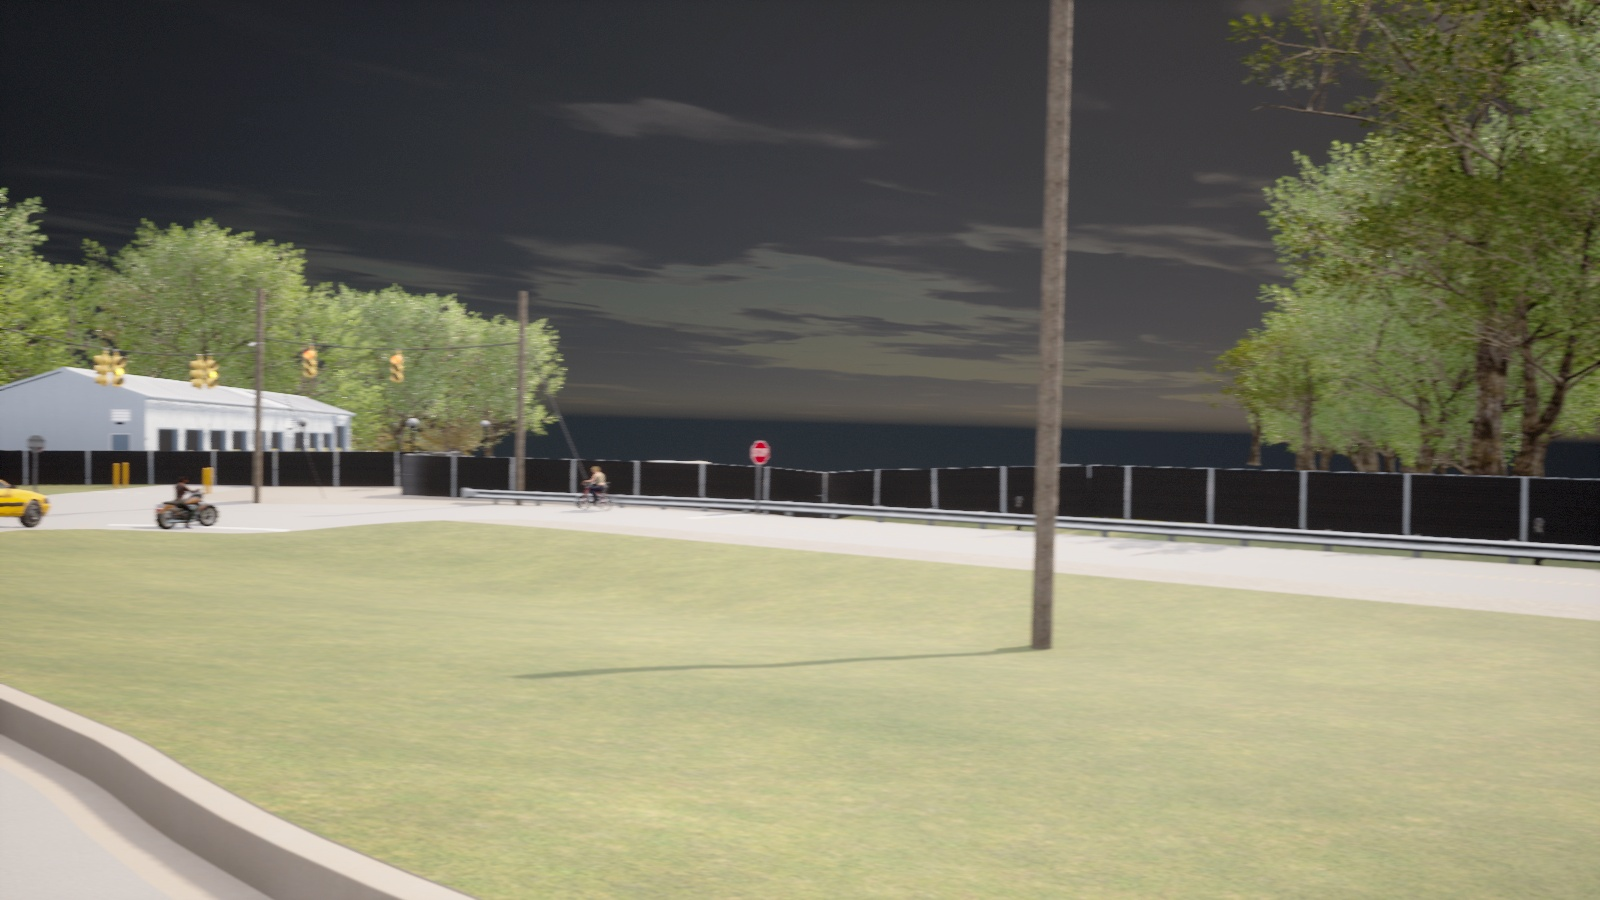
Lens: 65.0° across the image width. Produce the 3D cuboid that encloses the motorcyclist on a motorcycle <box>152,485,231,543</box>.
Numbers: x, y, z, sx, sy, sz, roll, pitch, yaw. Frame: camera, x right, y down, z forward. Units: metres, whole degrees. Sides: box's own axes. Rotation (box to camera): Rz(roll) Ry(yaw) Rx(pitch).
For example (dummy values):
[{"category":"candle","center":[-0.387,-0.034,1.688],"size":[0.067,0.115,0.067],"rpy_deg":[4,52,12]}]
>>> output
[{"category":"motorcyclist on a motorcycle","center":[-18.586,1.934,38.429],"size":[0.766,1.649,2.350],"rpy_deg":[1,0,18]}]

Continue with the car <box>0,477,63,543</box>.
[{"category":"car","center":[-20.019,1.427,29.881],"size":[1.801,1.575,5.366],"rpy_deg":[0,-2,0]}]

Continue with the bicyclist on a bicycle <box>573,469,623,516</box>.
[{"category":"bicyclist on a bicycle","center":[-7.214,1.522,44.903],"size":[1.509,1.612,0.866],"rpy_deg":[-1,1,26]}]
